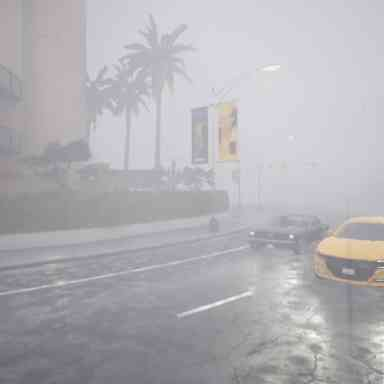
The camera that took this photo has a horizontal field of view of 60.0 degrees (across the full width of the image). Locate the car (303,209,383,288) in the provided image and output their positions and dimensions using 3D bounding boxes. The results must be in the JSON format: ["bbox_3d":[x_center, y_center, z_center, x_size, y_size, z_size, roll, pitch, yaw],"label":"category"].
[{"bbox_3d":[5.008,1.448,9.150,1.882,1.535,5.008,0,0,40],"label":"car"}]

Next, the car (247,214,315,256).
[{"bbox_3d":[4.010,1.566,13.323,1.895,1.301,4.718,0,0,36],"label":"car"}]
